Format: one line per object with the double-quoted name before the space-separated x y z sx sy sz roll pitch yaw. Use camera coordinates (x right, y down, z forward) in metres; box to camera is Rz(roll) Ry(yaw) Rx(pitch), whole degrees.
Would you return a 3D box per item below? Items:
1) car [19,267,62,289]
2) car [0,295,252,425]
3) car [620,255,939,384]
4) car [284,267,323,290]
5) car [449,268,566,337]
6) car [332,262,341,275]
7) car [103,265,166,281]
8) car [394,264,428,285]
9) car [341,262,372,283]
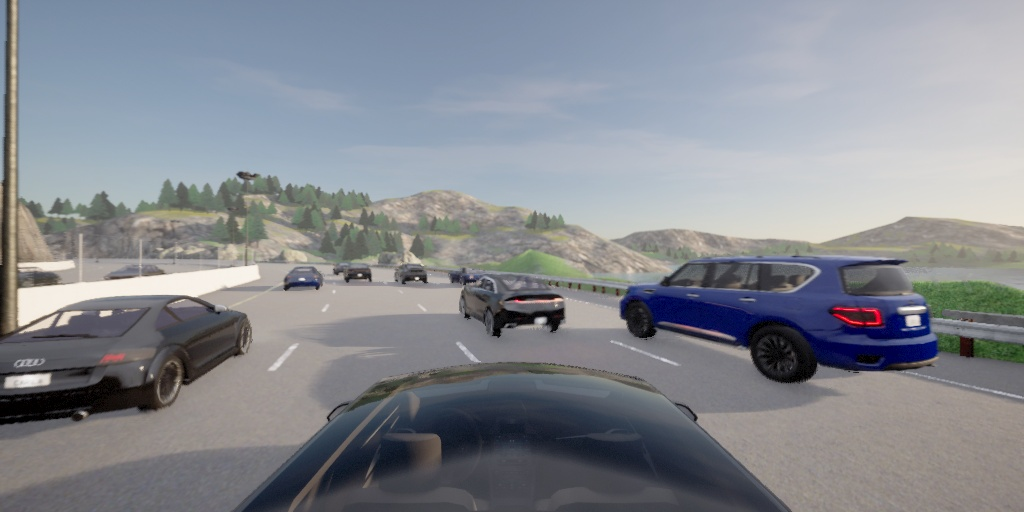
"car" -27.718 1.305 20.043 1.994 1.385 4.181 0 0 -28
"car" -5.867 1.313 5.720 1.994 1.385 4.181 0 0 -20
"car" 4.684 1.016 7.537 2.150 2.045 5.566 0 0 -20
"car" -13.431 1.372 23.228 1.994 1.385 4.181 0 0 -26
"car" -0.212 1.285 10.546 2.128 1.511 4.902 0 0 -21
"car" -18.938 1.400 40.329 1.812 1.442 4.674 0 0 -32
"car" -26.677 1.319 25.591 2.033 1.411 5.357 0 0 -29
"car" -7.883 1.356 27.802 1.837 1.490 4.892 1 0 -27
"car" -12.831 1.321 29.718 1.882 1.535 5.008 0 0 -28
